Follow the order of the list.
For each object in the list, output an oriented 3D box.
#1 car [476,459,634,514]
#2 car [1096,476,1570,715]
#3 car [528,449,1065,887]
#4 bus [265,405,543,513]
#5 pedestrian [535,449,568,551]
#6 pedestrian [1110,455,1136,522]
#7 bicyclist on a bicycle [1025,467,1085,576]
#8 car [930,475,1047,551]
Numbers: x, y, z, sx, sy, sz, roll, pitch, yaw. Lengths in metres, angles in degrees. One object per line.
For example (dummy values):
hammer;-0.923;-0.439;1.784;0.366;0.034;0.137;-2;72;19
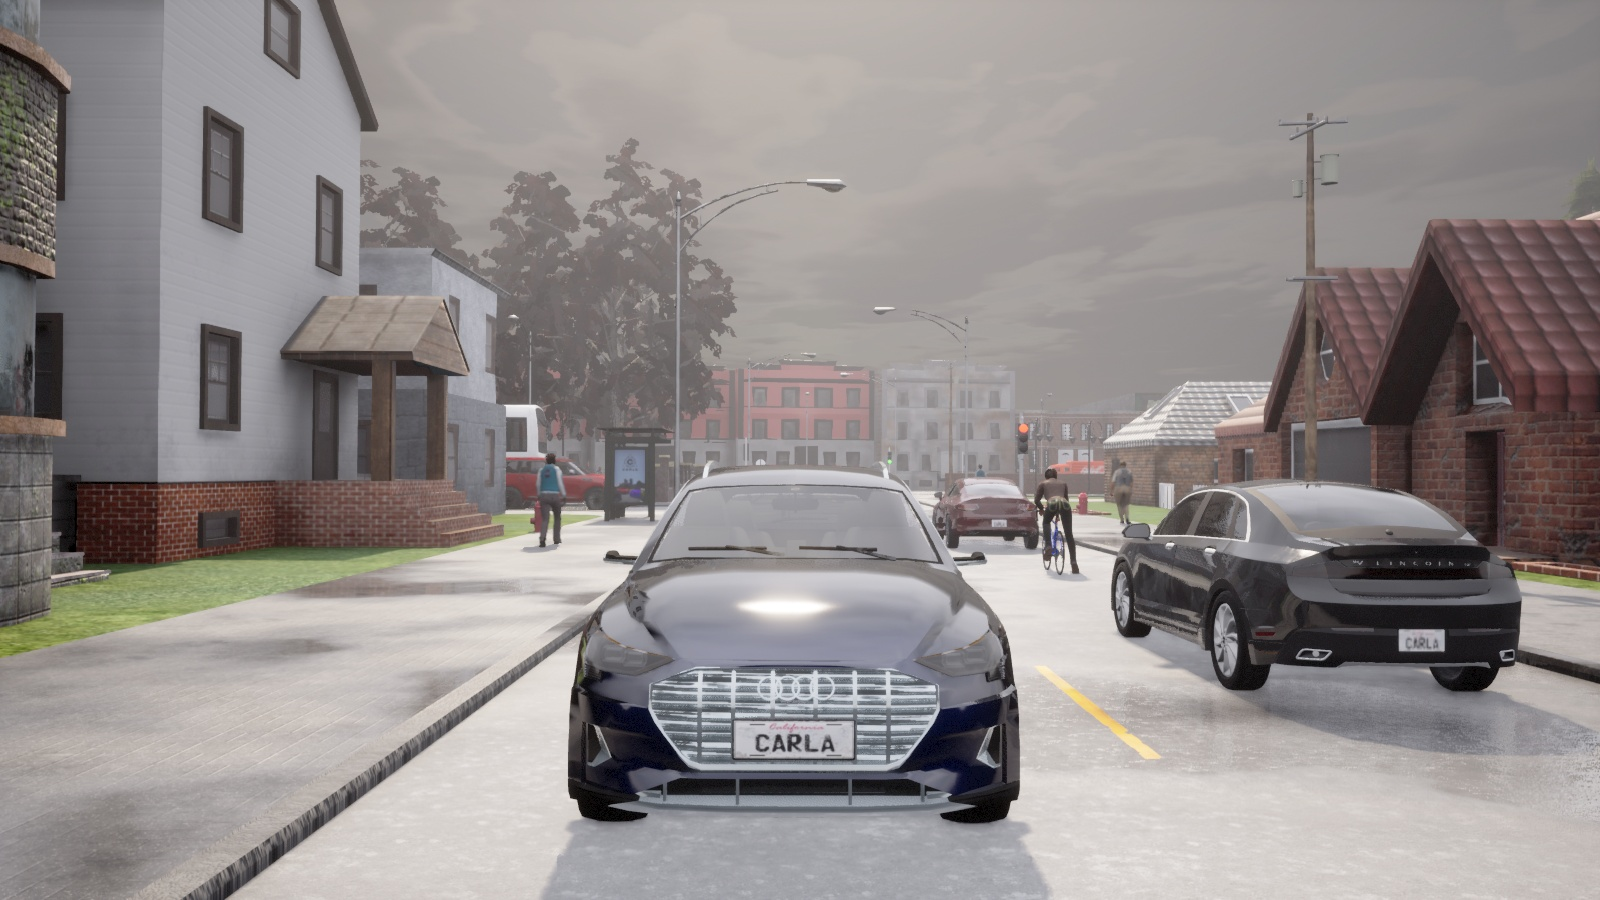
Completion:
car;-9.198;1.367;47.575;5.566;2.045;2.150;0;-1;0
car;3.973;0.979;10.446;1.837;1.490;4.892;0;-1;0
car;-0.020;0.865;7.198;2.033;1.649;4.856;0;-1;0
bus;-16.065;0.369;51.740;10.273;4.253;3.944;0;-1;-4
pedestrian;-4.741;0.945;23.996;0.396;1.930;0.692;0;-1;9
pedestrian;9.017;1.075;35.059;0.540;1.848;0.694;0;-1;0
bicyclist on a bicycle;3.948;1.079;19.545;0.582;1.620;1.656;0;-1;0
car;3.920;1.274;26.825;1.812;1.442;4.674;0;-1;1
